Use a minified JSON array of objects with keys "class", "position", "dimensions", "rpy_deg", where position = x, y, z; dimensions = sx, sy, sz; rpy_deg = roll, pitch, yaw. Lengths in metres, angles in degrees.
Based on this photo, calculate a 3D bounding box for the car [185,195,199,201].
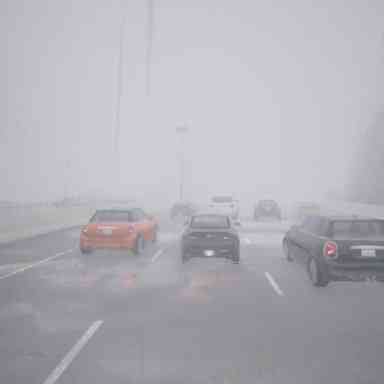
[{"class":"car","position":[-0.005,1.560,85.841],"dimensions":[1.812,1.442,4.674],"rpy_deg":[0,0,27]}]

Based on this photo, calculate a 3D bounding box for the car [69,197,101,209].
[{"class":"car","position":[-14.857,1.475,46.707],"dimensions":[1.882,1.535,5.008],"rpy_deg":[0,0,15]}]

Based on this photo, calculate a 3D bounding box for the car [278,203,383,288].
[{"class":"car","position":[4.010,1.364,9.420],"dimensions":[2.097,1.767,4.553],"rpy_deg":[0,0,4]}]

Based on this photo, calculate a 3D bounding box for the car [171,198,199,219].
[{"class":"car","position":[-0.573,1.521,29.435],"dimensions":[1.837,1.490,4.892],"rpy_deg":[0,0,10]}]

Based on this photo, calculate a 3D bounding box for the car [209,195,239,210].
[{"class":"car","position":[2.746,1.243,28.238],"dimensions":[2.150,2.045,5.566],"rpy_deg":[0,0,10]}]

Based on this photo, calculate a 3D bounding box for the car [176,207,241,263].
[{"class":"car","position":[0.691,1.513,12.030],"dimensions":[1.837,1.490,4.892],"rpy_deg":[0,0,4]}]

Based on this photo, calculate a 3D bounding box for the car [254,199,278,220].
[{"class":"car","position":[6.392,1.380,28.564],"dimensions":[2.097,1.767,4.553],"rpy_deg":[0,0,10]}]

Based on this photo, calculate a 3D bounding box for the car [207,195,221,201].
[{"class":"car","position":[5.518,1.374,81.231],"dimensions":[1.812,1.442,4.674],"rpy_deg":[0,0,25]}]

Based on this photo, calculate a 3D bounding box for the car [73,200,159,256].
[{"class":"car","position":[-2.700,1.356,13.381],"dimensions":[2.097,1.767,4.553],"rpy_deg":[0,0,5]}]

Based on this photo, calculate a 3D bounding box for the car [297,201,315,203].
[{"class":"car","position":[10.222,1.514,30.053],"dimensions":[1.882,1.535,5.008],"rpy_deg":[0,0,11]}]
